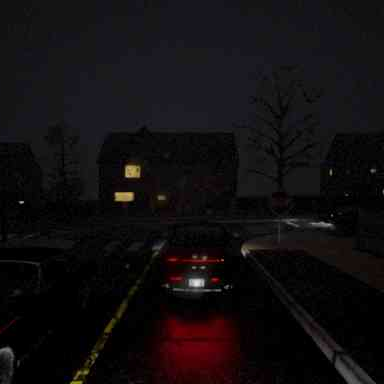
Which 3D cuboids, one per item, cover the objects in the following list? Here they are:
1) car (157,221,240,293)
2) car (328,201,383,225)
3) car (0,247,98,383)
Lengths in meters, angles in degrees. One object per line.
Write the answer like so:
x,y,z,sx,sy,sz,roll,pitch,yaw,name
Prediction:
0.236,1.534,8.972,1.837,1.490,4.892,0,0,3,car
11.051,1.304,21.535,4.181,1.385,1.994,-1,1,0,car
-2.927,1.616,4.998,1.895,1.301,4.718,0,0,-1,car
